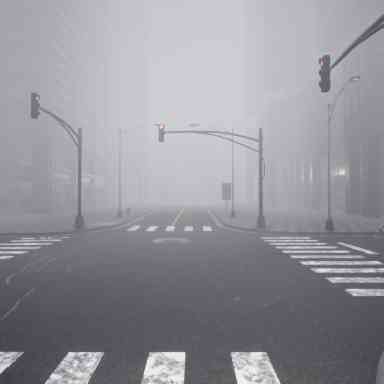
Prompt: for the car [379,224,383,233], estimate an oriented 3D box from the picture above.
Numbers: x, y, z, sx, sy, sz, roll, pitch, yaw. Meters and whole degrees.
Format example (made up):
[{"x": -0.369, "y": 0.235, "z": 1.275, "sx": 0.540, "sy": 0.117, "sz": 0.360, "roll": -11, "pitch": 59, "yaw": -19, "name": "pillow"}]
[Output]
[{"x": 11.760, "y": 1.564, "z": 16.189, "sx": 4.829, "sy": 1.417, "sz": 1.752, "roll": 0, "pitch": -1, "yaw": 0, "name": "car"}]
